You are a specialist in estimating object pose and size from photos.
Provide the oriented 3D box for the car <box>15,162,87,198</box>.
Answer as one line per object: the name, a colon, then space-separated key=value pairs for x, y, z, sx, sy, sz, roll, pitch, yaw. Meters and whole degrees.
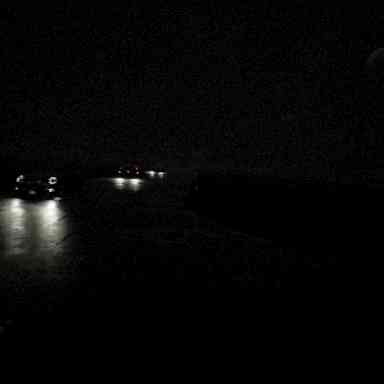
car: x=-7.214 y=-0.756 z=17.441 sx=2.097 sy=1.767 sz=4.553 roll=3 pitch=5 yaw=2

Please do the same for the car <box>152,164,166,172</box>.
car: x=-5.654 y=-4.184 z=57.483 sx=1.812 sy=1.442 sz=4.674 roll=3 pitch=5 yaw=2

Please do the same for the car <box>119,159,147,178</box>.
car: x=-6.468 y=-2.679 z=37.063 sx=2.150 sy=2.045 sz=5.566 roll=3 pitch=5 yaw=2
